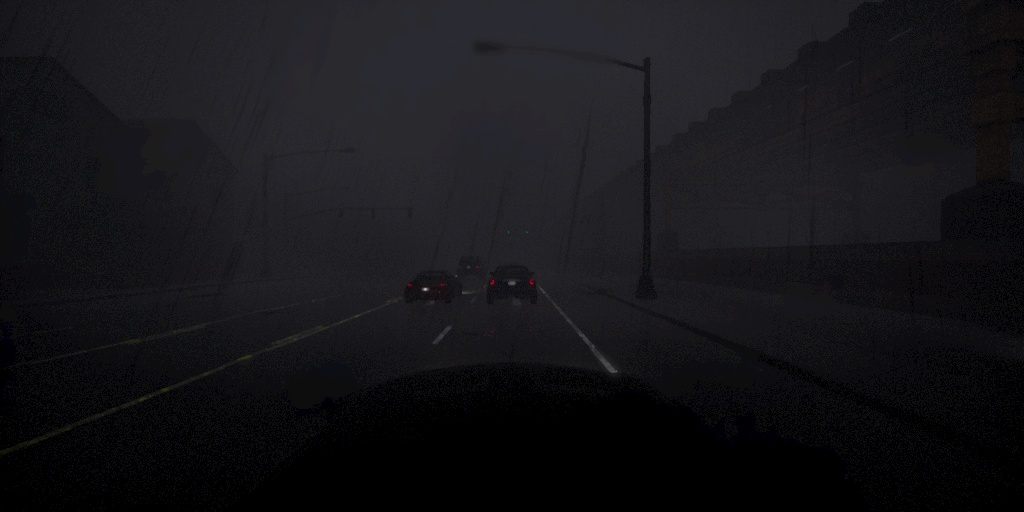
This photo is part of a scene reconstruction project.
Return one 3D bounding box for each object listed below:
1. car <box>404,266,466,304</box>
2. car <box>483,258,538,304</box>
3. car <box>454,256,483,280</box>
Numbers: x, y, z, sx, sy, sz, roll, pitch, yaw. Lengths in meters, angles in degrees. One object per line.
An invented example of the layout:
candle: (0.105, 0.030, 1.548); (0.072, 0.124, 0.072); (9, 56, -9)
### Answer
car: (-3.500, 1.320, 16.500); (1.994, 1.385, 4.181); (0, 0, 0)
car: (0.000, 1.114, 16.470); (2.097, 1.767, 4.553); (0, 0, 0)
car: (-3.500, 1.006, 31.530); (2.150, 2.045, 5.566); (0, 0, 0)
